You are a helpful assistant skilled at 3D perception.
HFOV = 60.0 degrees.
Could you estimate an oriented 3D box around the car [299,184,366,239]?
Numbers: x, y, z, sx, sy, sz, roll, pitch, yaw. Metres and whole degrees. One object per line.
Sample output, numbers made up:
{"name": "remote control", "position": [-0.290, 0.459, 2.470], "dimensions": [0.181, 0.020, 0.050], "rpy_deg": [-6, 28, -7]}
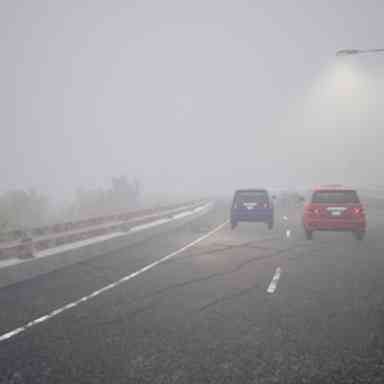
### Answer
{"name": "car", "position": [6.042, 0.798, 14.690], "dimensions": [2.150, 2.045, 5.566], "rpy_deg": [-1, 1, 17]}

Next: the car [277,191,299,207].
{"name": "car", "position": [9.754, 0.620, 33.563], "dimensions": [2.128, 1.511, 4.902], "rpy_deg": [-1, 1, 6]}

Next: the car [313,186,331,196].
{"name": "car", "position": [22.906, -0.185, 58.418], "dimensions": [1.882, 1.535, 5.008], "rpy_deg": [-1, 1, 33]}

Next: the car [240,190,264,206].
{"name": "car", "position": [6.579, 0.634, 36.880], "dimensions": [2.128, 1.511, 4.902], "rpy_deg": [-1, 1, 5]}

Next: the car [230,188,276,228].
{"name": "car", "position": [3.436, 0.789, 18.505], "dimensions": [2.150, 2.045, 5.566], "rpy_deg": [-1, 1, 14]}

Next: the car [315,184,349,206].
{"name": "car", "position": [13.986, 0.247, 33.523], "dimensions": [2.150, 2.045, 5.566], "rpy_deg": [-1, 1, 12]}
